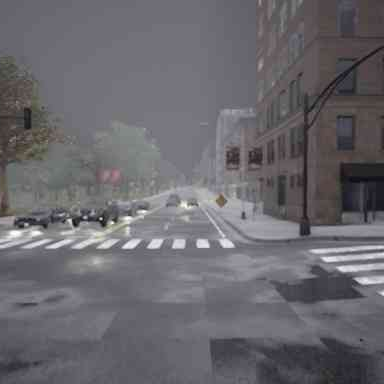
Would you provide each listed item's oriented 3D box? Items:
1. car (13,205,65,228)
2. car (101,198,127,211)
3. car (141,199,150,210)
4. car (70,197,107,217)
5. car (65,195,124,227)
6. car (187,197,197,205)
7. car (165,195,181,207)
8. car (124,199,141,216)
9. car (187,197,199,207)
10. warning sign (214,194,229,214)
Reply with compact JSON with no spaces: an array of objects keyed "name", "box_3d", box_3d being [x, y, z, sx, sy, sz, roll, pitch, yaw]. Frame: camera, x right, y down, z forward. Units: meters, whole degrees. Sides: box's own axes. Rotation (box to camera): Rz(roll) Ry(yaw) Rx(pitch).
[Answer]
[{"name":"car","box_3d":[-9.854,1.562,22.447,2.033,1.411,5.357,0,0,0]},{"name":"car","box_3d":[-9.842,1.559,42.195,2.128,1.511,4.902,0,0,0]},{"name":"car","box_3d":[-6.577,1.639,42.956,1.994,1.385,4.181,0,0,1]},{"name":"car","box_3d":[-9.851,1.389,31.978,2.097,1.767,4.553,0,0,0]},{"name":"car","box_3d":[-6.602,1.244,23.337,2.150,2.045,5.566,0,0,0]},{"name":"car","box_3d":[-0.005,1.628,62.826,1.837,1.490,4.892,0,0,0]},{"name":"car","box_3d":[-3.155,1.652,52.137,2.033,1.411,5.357,0,0,0]},{"name":"car","box_3d":[-6.604,1.571,33.092,1.812,1.442,4.674,0,0,0]},{"name":"car","box_3d":[0.097,1.658,52.553,2.033,1.411,5.357,0,0,0]},{"name":"warning sign","box_3d":[2.870,1.176,32.550,1.300,1.860,1.060,1,1,0]}]
